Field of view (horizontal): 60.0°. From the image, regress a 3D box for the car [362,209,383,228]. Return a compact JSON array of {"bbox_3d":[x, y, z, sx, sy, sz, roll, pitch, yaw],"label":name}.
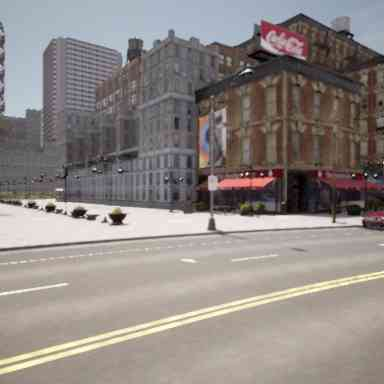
[{"bbox_3d":[13.085,1.593,21.067,4.674,1.452,2.002,0,0,-16],"label":"car"}]
